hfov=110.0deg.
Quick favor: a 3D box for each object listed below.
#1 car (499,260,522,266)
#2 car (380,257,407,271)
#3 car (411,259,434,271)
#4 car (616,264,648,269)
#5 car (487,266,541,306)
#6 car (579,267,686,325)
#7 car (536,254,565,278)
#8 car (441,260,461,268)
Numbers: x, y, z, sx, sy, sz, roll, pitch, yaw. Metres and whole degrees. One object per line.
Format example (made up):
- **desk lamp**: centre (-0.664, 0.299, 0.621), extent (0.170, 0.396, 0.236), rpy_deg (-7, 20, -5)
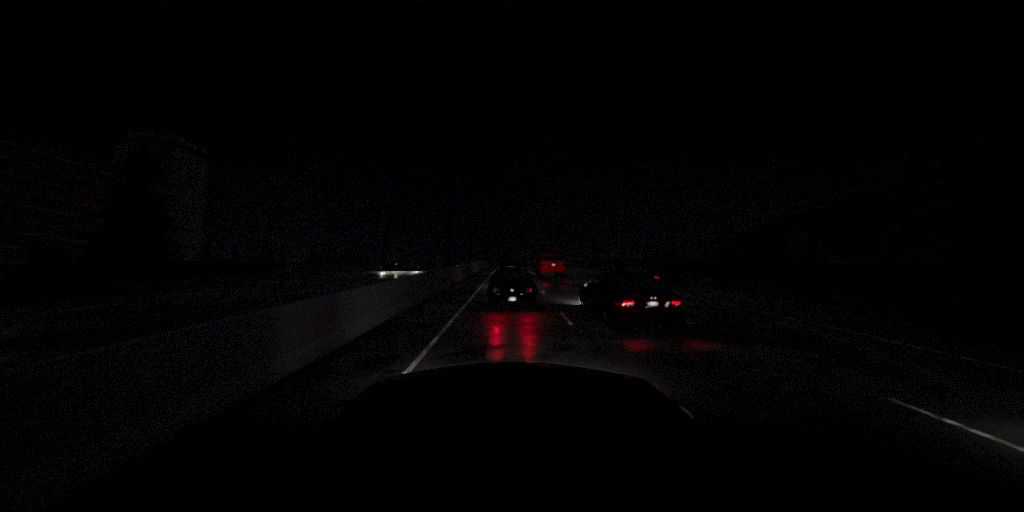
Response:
- **car**: centre (-0.134, 1.085, 33.242), extent (1.837, 1.490, 4.892), rpy_deg (0, 0, 0)
- **car**: centre (-14.402, 0.878, 43.763), extent (2.097, 1.767, 4.553), rpy_deg (0, 0, 0)
- **car**: centre (-10.902, 1.089, 43.795), extent (1.994, 1.385, 4.181), rpy_deg (0, 0, 0)
- **car**: centre (6.955, 1.190, 21.233), extent (2.033, 1.411, 5.357), rpy_deg (0, 0, 0)
- **car**: centre (0.000, 1.277, 15.405), extent (1.895, 1.301, 4.718), rpy_deg (0, 0, 0)
- **car**: centre (3.529, 1.243, 11.539), extent (2.033, 1.411, 5.357), rpy_deg (0, 0, 0)
- **car**: centre (3.376, 0.808, 31.950), extent (2.150, 2.045, 5.566), rpy_deg (0, 0, 0)
- **car**: centre (-7.405, 1.125, 43.770), extent (1.895, 1.301, 4.718), rpy_deg (0, 0, 0)
